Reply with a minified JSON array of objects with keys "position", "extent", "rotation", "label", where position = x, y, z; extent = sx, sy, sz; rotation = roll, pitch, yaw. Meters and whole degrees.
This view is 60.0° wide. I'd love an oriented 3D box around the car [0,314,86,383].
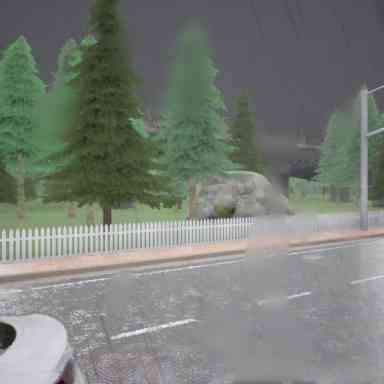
[{"position":[-2.961,1.526,1.695],"extent":[4.674,1.442,1.812],"rotation":[0,0,-36],"label":"car"}]
